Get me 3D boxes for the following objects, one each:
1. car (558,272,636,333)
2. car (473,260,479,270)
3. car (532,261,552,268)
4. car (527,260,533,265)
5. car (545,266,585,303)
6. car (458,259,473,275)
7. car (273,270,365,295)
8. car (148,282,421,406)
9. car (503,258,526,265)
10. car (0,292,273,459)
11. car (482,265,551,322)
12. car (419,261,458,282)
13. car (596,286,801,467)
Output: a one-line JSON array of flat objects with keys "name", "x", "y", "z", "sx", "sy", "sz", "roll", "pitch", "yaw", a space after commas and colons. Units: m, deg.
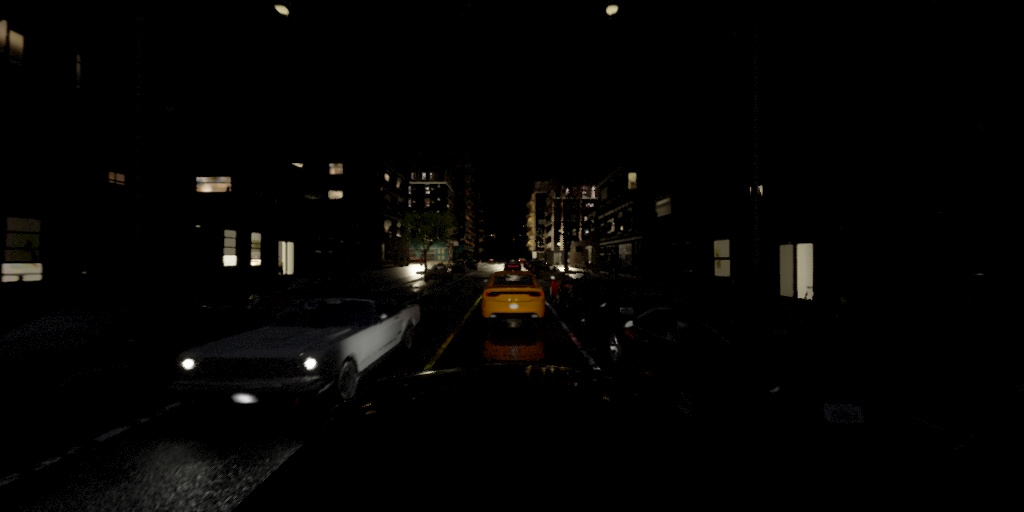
[{"name": "car", "x": 2.690, "y": 1.317, "z": 10.527, "sx": 1.948, "sy": 1.339, "sz": 4.313, "roll": 0, "pitch": 0, "yaw": 0}, {"name": "car", "x": -5.827, "y": 1.202, "z": 50.656, "sx": 1.967, "sy": 1.591, "sz": 4.097, "roll": 0, "pitch": 0, "yaw": 0}, {"name": "car", "x": 2.748, "y": 1.279, "z": 26.991, "sx": 1.751, "sy": 1.417, "sz": 4.829, "roll": 0, "pitch": 0, "yaw": 0}, {"name": "car", "x": 2.787, "y": 1.306, "z": 35.212, "sx": 2.007, "sy": 1.370, "sz": 4.403, "roll": 0, "pitch": 0, "yaw": 0}, {"name": "car", "x": 2.697, "y": 1.296, "z": 15.754, "sx": 1.888, "sy": 1.381, "sz": 4.507, "roll": 0, "pitch": 0, "yaw": 0}, {"name": "car", "x": -5.819, "y": 1.308, "z": 39.837, "sx": 2.007, "sy": 1.370, "sz": 4.403, "roll": 0, "pitch": 0, "yaw": 0}, {"name": "car", "x": -5.690, "y": 1.191, "z": 10.527, "sx": 1.967, "sy": 1.591, "sz": 4.097, "roll": 0, "pitch": 0, "yaw": 0}, {"name": "car", "x": -3.101, "y": 1.351, "z": 6.369, "sx": 1.895, "sy": 1.301, "sz": 4.718, "roll": 0, "pitch": 0, "yaw": 0}, {"name": "car", "x": 0.094, "y": 1.248, "z": 39.276, "sx": 2.128, "sy": 1.511, "sz": 4.902, "roll": 0, "pitch": 0, "yaw": 0}, {"name": "car", "x": -5.689, "y": 1.333, "z": 4.994, "sx": 1.802, "sy": 1.307, "sz": 4.207, "roll": 0, "pitch": 0, "yaw": 0}, {"name": "car", "x": 0.035, "y": 1.229, "z": 12.332, "sx": 1.882, "sy": 1.535, "sz": 5.008, "roll": 0, "pitch": 0, "yaw": 0}, {"name": "car", "x": -5.763, "y": 1.279, "z": 28.601, "sx": 1.751, "sy": 1.417, "sz": 4.829, "roll": 0, "pitch": 0, "yaw": 0}, {"name": "car", "x": 2.692, "y": 1.316, "z": 4.994, "sx": 1.948, "sy": 1.339, "sz": 4.313, "roll": 0, "pitch": 0, "yaw": 0}]
